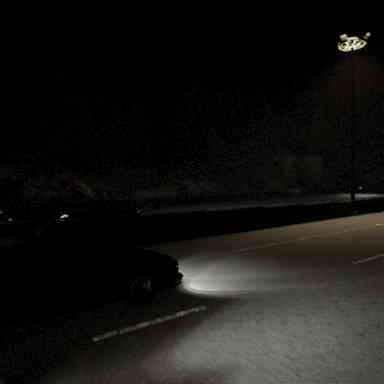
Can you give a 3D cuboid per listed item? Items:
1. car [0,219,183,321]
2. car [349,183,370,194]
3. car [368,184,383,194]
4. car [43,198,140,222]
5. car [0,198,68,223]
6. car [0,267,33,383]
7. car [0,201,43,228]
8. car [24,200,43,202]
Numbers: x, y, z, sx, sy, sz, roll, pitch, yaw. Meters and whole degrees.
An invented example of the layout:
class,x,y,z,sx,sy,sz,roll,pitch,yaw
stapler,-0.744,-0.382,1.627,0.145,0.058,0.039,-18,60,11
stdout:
class,x,y,z,sx,sy,sz,roll,pitch,yaw
car,-2.814,1.516,6.039,5.357,1.411,2.033,-2,1,-35
car,27.199,-0.673,53.360,4.553,1.767,2.097,-4,2,-35
car,29.393,-0.431,50.623,4.718,1.301,1.895,-3,2,-35
car,-5.051,1.175,17.585,4.553,1.767,2.097,-2,1,-35
car,-12.274,1.357,25.331,4.902,1.511,2.128,-2,1,-35
car,-3.468,1.553,1.273,4.902,1.511,2.128,-2,1,-35
car,-8.629,1.446,19.332,4.181,1.385,1.994,-2,1,-35
car,-9.017,1.367,23.353,5.357,1.411,2.033,-2,1,-35
